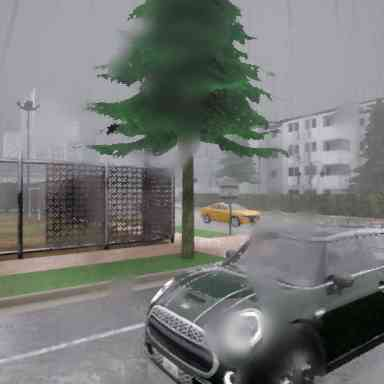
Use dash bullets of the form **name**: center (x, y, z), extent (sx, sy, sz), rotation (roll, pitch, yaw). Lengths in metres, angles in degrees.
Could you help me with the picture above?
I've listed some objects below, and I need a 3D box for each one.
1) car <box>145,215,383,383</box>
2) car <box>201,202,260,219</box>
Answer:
- **car**: center (1.586, 1.351, 5.012), extent (4.553, 1.767, 2.097), rotation (0, 0, -36)
- **car**: center (2.629, 1.496, 23.330), extent (1.882, 1.535, 5.008), rotation (0, 0, -35)
